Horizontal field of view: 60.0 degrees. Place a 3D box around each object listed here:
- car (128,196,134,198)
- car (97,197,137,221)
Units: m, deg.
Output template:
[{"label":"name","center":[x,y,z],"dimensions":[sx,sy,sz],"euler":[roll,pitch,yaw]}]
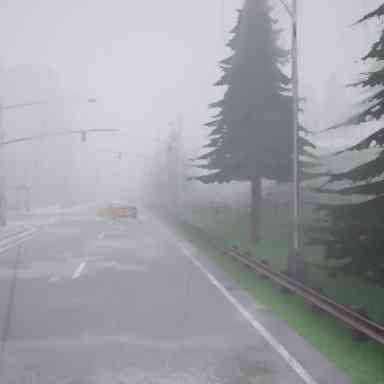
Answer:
[{"label":"car","center":[-12.496,1.475,67.791],"dimensions":[1.994,1.385,4.181],"euler":[-1,0,-11]},{"label":"car","center":[-6.321,1.470,27.751],"dimensions":[1.882,1.535,5.008],"euler":[1,0,-35]}]
